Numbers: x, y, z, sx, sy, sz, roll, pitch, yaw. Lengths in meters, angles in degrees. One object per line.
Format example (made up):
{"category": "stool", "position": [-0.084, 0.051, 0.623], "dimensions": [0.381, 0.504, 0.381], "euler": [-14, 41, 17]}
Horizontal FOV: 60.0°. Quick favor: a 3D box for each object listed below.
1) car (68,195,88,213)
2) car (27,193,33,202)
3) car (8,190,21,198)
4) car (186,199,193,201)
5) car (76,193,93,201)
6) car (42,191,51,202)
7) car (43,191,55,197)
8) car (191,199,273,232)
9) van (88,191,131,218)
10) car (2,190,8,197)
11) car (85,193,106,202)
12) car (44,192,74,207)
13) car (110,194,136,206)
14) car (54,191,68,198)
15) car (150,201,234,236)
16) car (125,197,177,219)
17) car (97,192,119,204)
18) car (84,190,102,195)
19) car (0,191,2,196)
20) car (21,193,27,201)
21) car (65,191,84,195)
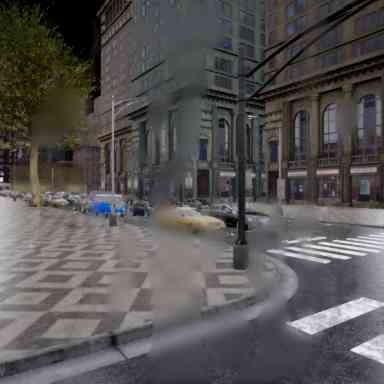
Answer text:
{"category": "car", "position": [-10.019, 1.230, 31.694], "dimensions": [2.008, 1.369, 4.403], "euler": [1, 0, -35]}
{"category": "car", "position": [-22.986, 0.910, 50.048], "dimensions": [2.008, 1.369, 4.403], "euler": [1, 0, -35]}
{"category": "car", "position": [-35.950, 0.483, 68.398], "dimensions": [1.967, 1.590, 4.097], "euler": [1, 0, -35]}
{"category": "car", "position": [0.180, 1.315, 32.033], "dimensions": [1.947, 1.339, 4.313], "euler": [1, 0, -35]}
{"category": "car", "position": [-19.269, 0.861, 59.560], "dimensions": [1.802, 1.307, 4.206], "euler": [1, 0, -35]}
{"category": "car", "position": [-19.744, 0.992, 45.461], "dimensions": [2.008, 1.369, 4.403], "euler": [1, 0, -35]}
{"category": "car", "position": [-35.476, 0.471, 82.496], "dimensions": [1.802, 1.307, 4.206], "euler": [1, 0, -35]}
{"category": "car", "position": [2.348, 1.370, 18.781], "dimensions": [2.128, 1.511, 4.902], "euler": [0, 1, -35]}
{"category": "van", "position": [-6.775, 1.091, 27.105], "dimensions": [1.690, 1.788, 3.998], "euler": [1, 0, -35]}
{"category": "car", "position": [-42.434, 0.330, 77.574], "dimensions": [1.967, 1.590, 4.097], "euler": [1, 0, -35]}
{"category": "car", "position": [-16.027, 0.910, 54.973], "dimensions": [2.008, 1.369, 4.403], "euler": [1, 0, -35]}
{"category": "car", "position": [-16.405, 1.051, 40.734], "dimensions": [1.752, 1.417, 4.829], "euler": [1, 0, -35]}
{"category": "car", "position": [-9.544, 1.073, 45.799], "dimensions": [2.008, 1.369, 4.403], "euler": [1, 0, -35]}
{"category": "car", "position": [-28.992, 0.587, 73.321], "dimensions": [1.887, 1.381, 4.507], "euler": [1, 0, -35]}
{"category": "car", "position": [-0.194, 1.398, 17.787], "dimensions": [1.752, 1.417, 4.829], "euler": [1, 0, -35]}
{"category": "car", "position": [-3.374, 1.338, 26.890], "dimensions": [1.994, 1.385, 4.181], "euler": [0, 1, -35]}
{"category": "car", "position": [-12.784, 0.880, 50.386], "dimensions": [1.967, 1.590, 4.097], "euler": [1, 0, -35]}
{"category": "car", "position": [-9.190, 0.870, 35.132], "dimensions": [2.150, 2.045, 5.566], "euler": [0, 1, -35]}
{"category": "car", "position": [-45.676, 0.254, 82.162], "dimensions": [1.967, 1.590, 4.097], "euler": [1, 0, -35]}
{"category": "car", "position": [-26.227, 0.830, 54.636], "dimensions": [2.008, 1.369, 4.403], "euler": [1, 0, -35]}
{"category": "car", "position": [-15.072, 1.029, 43.531], "dimensions": [1.812, 1.442, 4.674], "euler": [0, 1, -34]}
